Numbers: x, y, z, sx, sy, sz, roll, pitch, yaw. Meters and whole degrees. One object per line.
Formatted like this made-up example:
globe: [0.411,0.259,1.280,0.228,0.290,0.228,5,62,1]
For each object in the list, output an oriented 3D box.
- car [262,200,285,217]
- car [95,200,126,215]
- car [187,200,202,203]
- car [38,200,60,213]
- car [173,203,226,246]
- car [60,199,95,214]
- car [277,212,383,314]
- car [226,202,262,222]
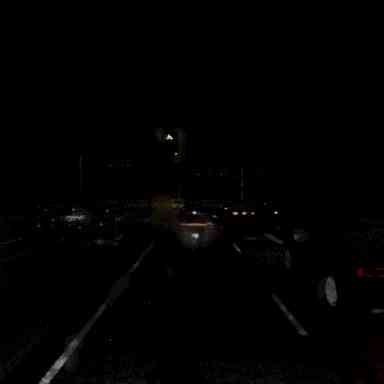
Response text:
car: [7.201,1.505,30.898,1.837,1.490,4.892,0,0,0]
car: [-7.985,1.510,33.674,1.812,1.442,4.674,0,0,0]
car: [0.201,1.498,30.860,1.837,1.490,4.892,0,0,0]
car: [-14.986,1.578,36.263,1.895,1.301,4.718,0,0,0]
car: [0.155,1.487,15.236,2.128,1.511,4.902,0,0,0]
car: [-11.485,1.473,34.686,2.128,1.511,4.902,0,0,0]
car: [3.601,1.479,7.734,1.882,1.535,5.008,0,0,1]
car: [3.690,1.546,25.928,2.033,1.411,5.357,0,0,0]
